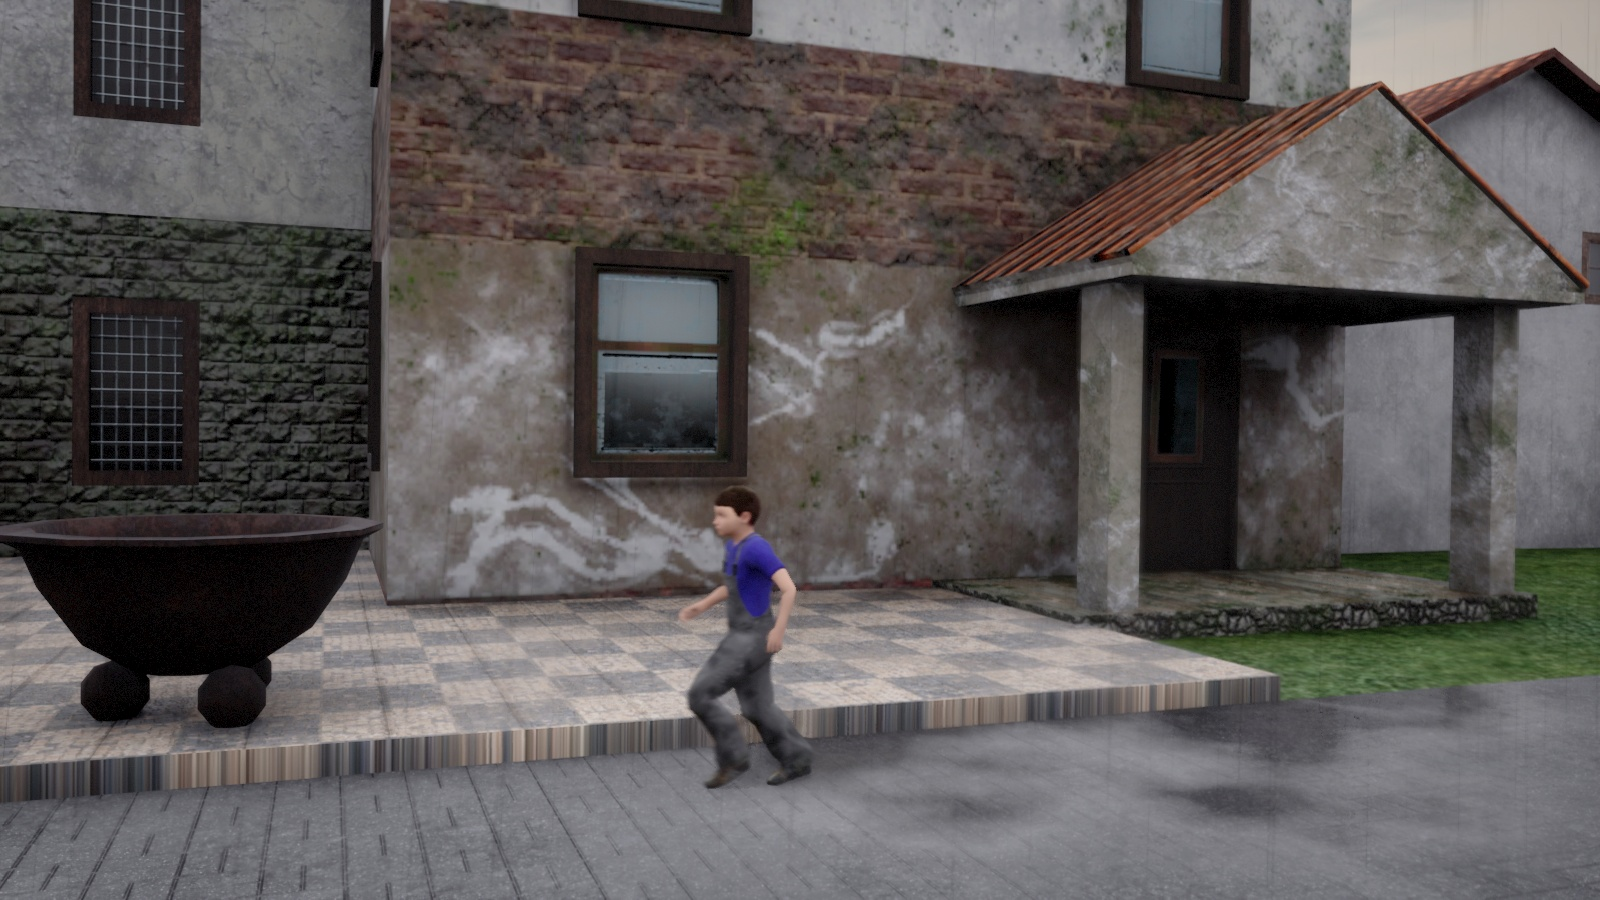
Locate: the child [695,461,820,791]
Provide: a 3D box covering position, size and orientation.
[{"bbox_3d":[-0.174,0.683,5.029,0.437,1.263,0.270,-1,1,-15],"label":"child"}]
